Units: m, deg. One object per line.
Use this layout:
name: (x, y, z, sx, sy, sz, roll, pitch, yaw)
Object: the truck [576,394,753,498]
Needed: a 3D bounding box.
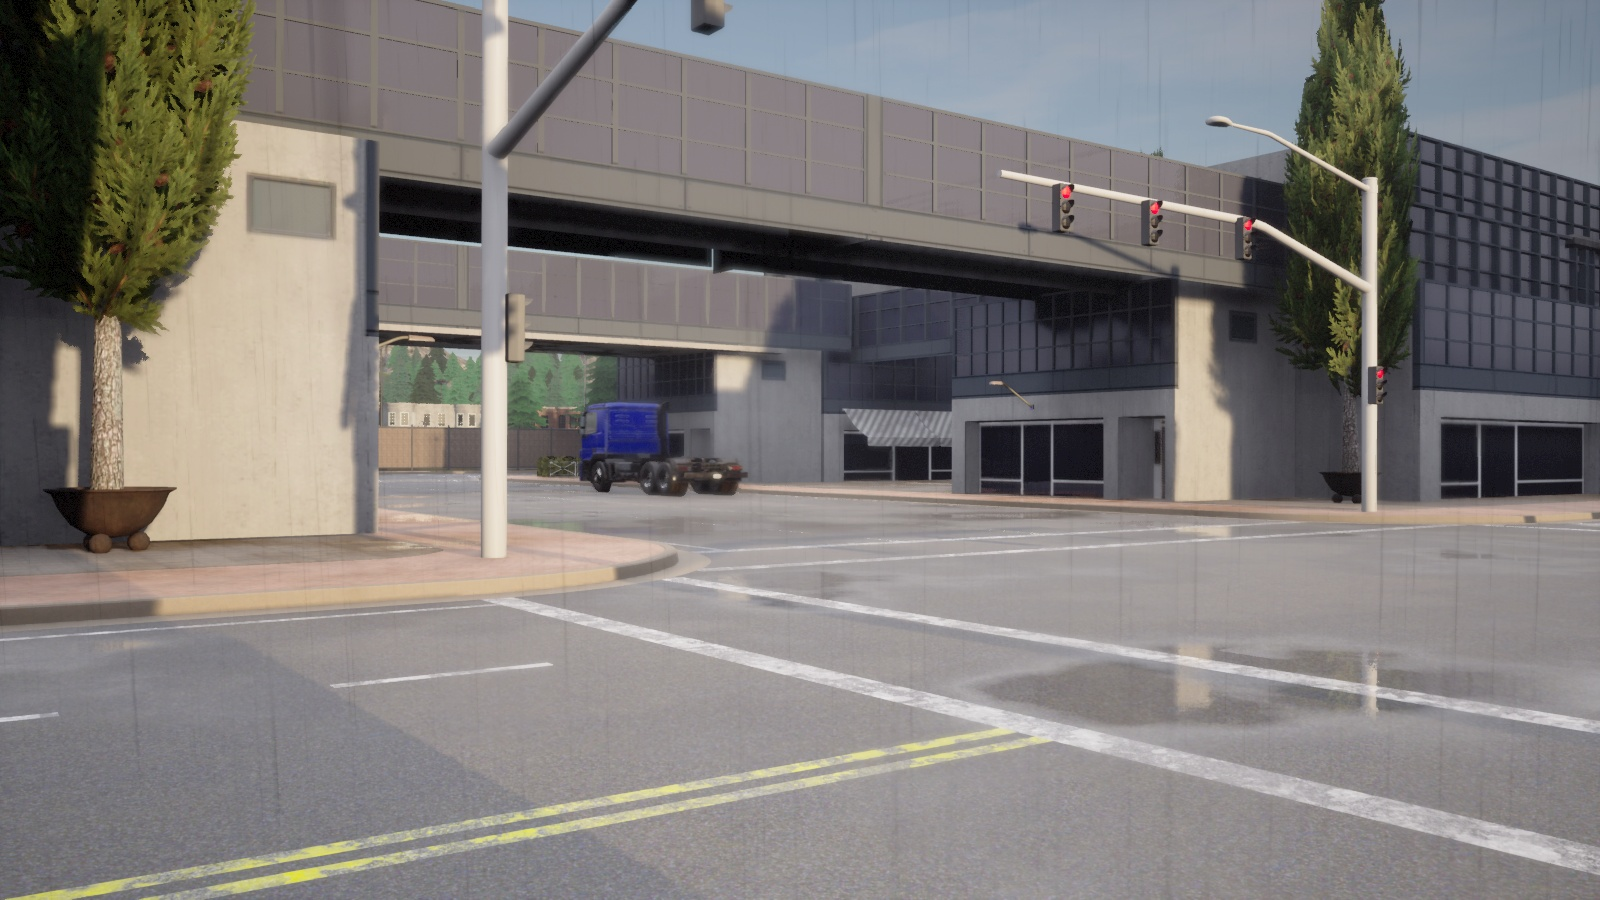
truck: (-5.127, -0.114, 45.874, 2.891, 3.462, 7.936, 0, 0, -36)
